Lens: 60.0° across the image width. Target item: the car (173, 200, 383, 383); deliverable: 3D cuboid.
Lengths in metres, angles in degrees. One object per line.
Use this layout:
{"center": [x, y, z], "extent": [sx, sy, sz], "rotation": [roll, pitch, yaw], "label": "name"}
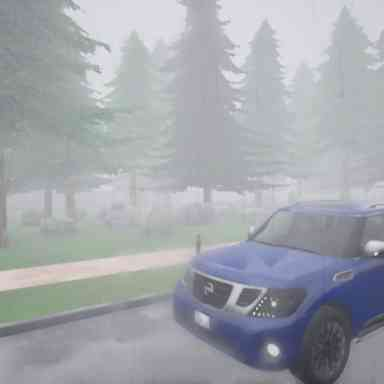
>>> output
{"center": [2.398, 1.186, 5.630], "extent": [5.566, 2.045, 2.150], "rotation": [0, 0, -35], "label": "car"}
